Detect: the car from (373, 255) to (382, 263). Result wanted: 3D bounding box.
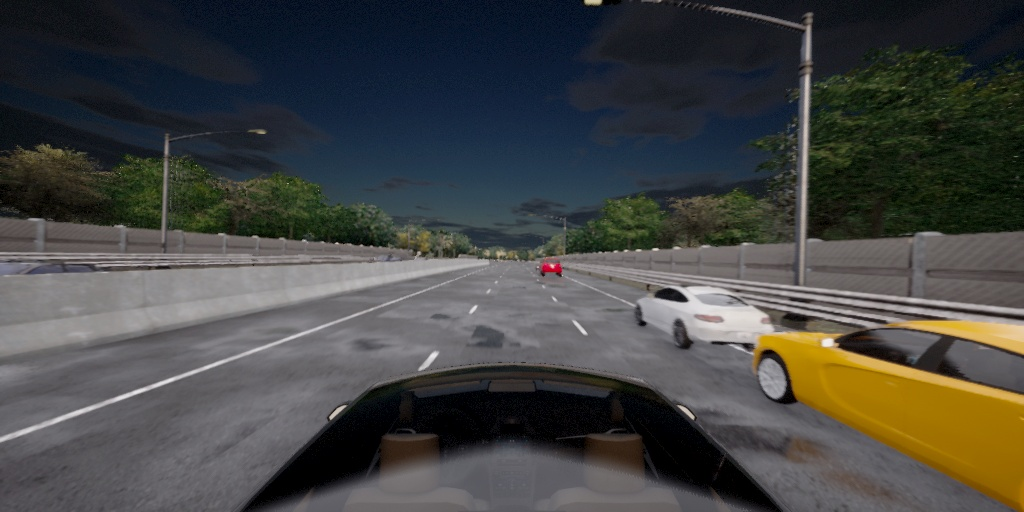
[{"bbox_3d":[-20.029,0.596,56.422,2.097,1.767,4.553,2,0,1],"label":"car"}]

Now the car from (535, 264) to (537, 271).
[{"bbox_3d":[4.492,1.660,54.828,1.895,1.301,4.718,2,0,2],"label":"car"}]

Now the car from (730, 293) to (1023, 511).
[{"bbox_3d":[4.718,1.397,3.652,1.882,1.535,5.008,2,0,1],"label":"car"}]

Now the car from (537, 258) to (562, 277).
[{"bbox_3d":[4.322,1.222,40.258,2.150,2.045,5.566,2,0,1],"label":"car"}]

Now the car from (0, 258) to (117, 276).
[{"bbox_3d":[-13.821,0.881,10.406,2.033,1.411,5.357,2,0,1],"label":"car"}]

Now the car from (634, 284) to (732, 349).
[{"bbox_3d":[4.809,1.481,9.650,1.812,1.442,4.674,2,0,1],"label":"car"}]

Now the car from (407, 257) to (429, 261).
[{"bbox_3d":[-13.112,0.932,52.076,1.882,1.535,5.008,2,0,1],"label":"car"}]

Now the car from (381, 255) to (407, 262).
[{"bbox_3d":[-16.607,0.885,52.083,2.033,1.411,5.357,2,0,2],"label":"car"}]
